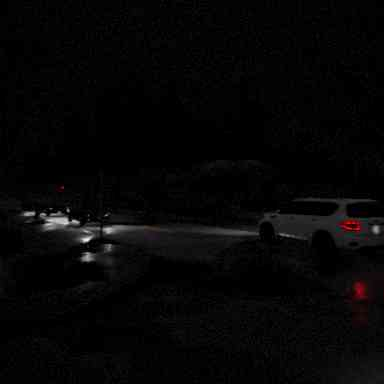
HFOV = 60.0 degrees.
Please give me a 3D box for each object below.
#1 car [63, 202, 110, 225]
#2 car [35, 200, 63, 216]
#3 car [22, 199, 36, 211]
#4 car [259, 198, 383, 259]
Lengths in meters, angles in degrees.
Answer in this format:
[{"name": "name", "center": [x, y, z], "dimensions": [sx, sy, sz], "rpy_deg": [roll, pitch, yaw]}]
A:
[{"name": "car", "center": [-7.509, 1.492, 23.916], "dimensions": [1.837, 1.490, 4.892], "rpy_deg": [0, 0, -36]}, {"name": "car", "center": [-13.313, 1.572, 31.995], "dimensions": [1.895, 1.301, 4.718], "rpy_deg": [0, 0, -36]}, {"name": "car", "center": [-19.164, 1.556, 40.170], "dimensions": [1.895, 1.301, 4.718], "rpy_deg": [0, 0, -35]}, {"name": "car", "center": [4.862, 1.247, 13.046], "dimensions": [2.150, 2.045, 5.566], "rpy_deg": [1, 0, -21]}]
